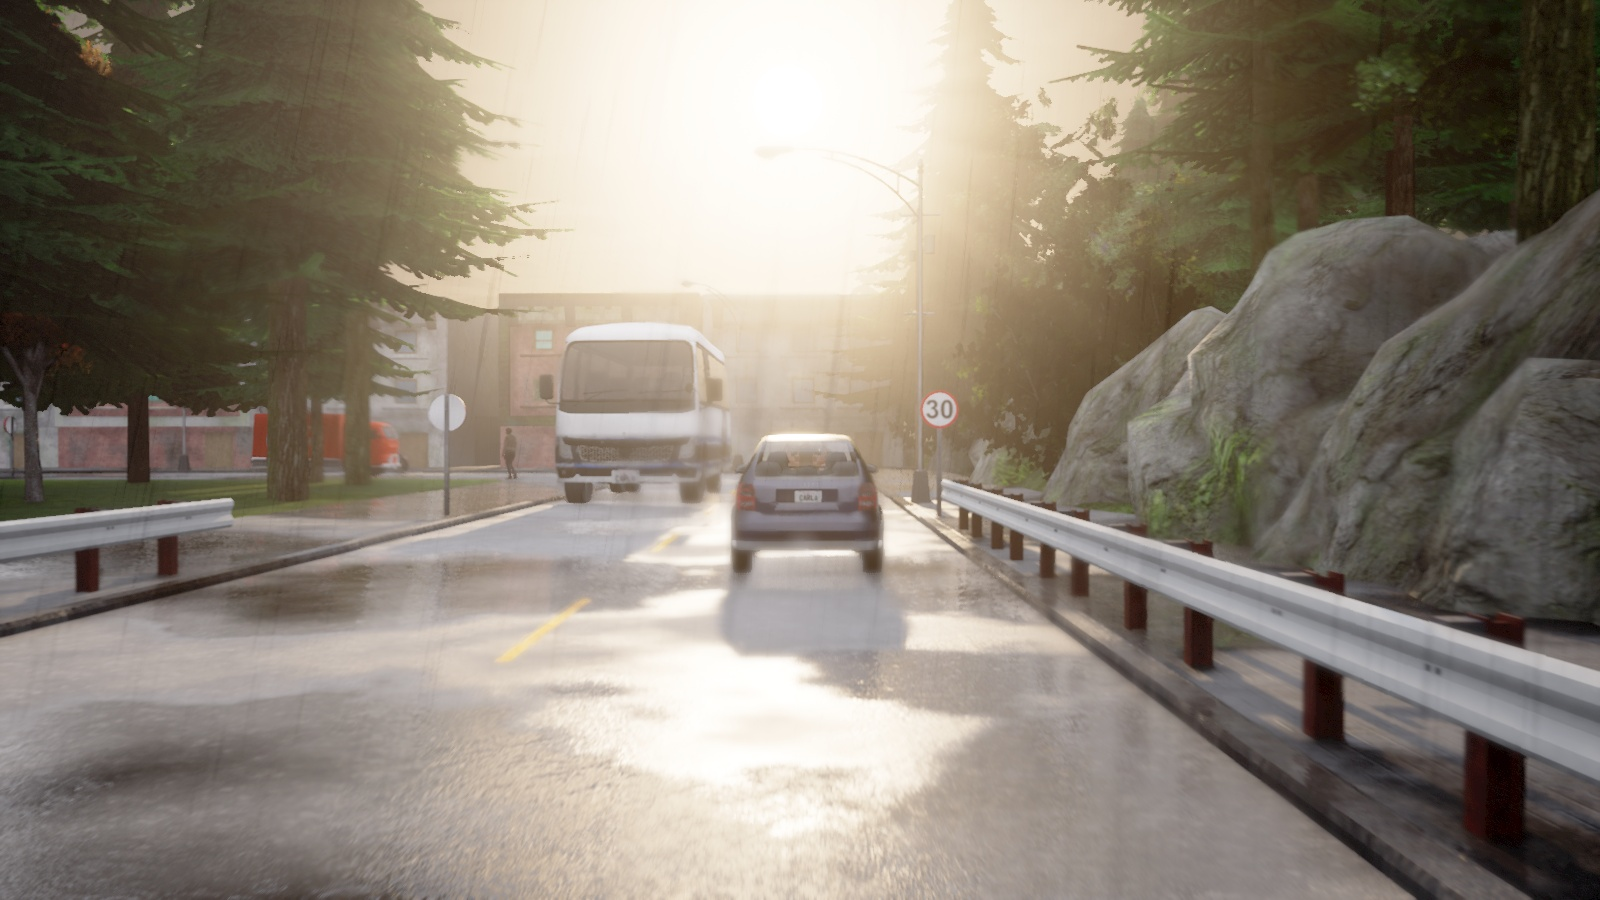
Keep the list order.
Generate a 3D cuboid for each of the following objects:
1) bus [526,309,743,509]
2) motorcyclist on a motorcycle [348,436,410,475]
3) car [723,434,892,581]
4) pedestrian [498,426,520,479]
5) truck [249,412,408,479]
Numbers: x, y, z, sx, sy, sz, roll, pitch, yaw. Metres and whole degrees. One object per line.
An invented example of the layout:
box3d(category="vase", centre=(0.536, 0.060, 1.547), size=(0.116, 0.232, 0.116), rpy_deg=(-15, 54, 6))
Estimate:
box3d(category="bus", centre=(-3.744, -0.910, 31.825), size=(3.944, 4.253, 10.273), rpy_deg=(0, 0, 1))
box3d(category="motorcyclist on a motorcycle", centre=(-17.817, 0.221, 53.157), size=(2.350, 1.649, 0.766), rpy_deg=(0, 1, 0))
box3d(category="car", centre=(0.084, 0.592, 15.139), size=(1.789, 1.549, 3.705), rpy_deg=(0, 0, 0))
box3d(category="pedestrian", centre=(-9.977, 0.074, 43.053), size=(0.328, 1.805, 0.869), rpy_deg=(0, 1, -44))
box3d(category="truck", centre=(-18.376, -0.192, 49.148), size=(5.204, 2.467, 2.627), rpy_deg=(1, 1, 1))
